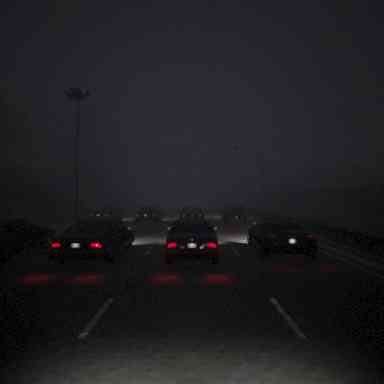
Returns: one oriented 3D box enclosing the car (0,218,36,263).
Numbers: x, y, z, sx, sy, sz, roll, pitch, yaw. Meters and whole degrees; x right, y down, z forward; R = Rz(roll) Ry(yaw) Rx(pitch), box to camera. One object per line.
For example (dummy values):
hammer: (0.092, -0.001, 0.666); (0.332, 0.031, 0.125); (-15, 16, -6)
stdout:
car: (-6.992, 1.679, 12.499); (2.033, 1.411, 5.357); (0, -1, 0)

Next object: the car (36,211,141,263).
car: (-3.492, 1.679, 12.500); (2.033, 1.411, 5.357); (0, -1, 0)

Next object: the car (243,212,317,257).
car: (3.521, 1.708, 13.608); (1.994, 1.385, 4.181); (0, -1, 1)

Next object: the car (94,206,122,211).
car: (-6.994, 1.835, 27.499); (2.033, 1.411, 5.357); (0, -1, 0)

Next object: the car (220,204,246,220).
car: (3.518, 1.791, 28.487); (2.128, 1.511, 4.902); (0, 0, 0)

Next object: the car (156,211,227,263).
car: (0.008, 1.679, 12.500); (2.033, 1.411, 5.357); (0, -1, 0)

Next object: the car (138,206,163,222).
car: (-3.494, 1.835, 27.499); (2.033, 1.411, 5.357); (0, -1, 0)

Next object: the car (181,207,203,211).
car: (0.014, 1.896, 28.236); (1.895, 1.301, 4.718); (0, -1, 0)
